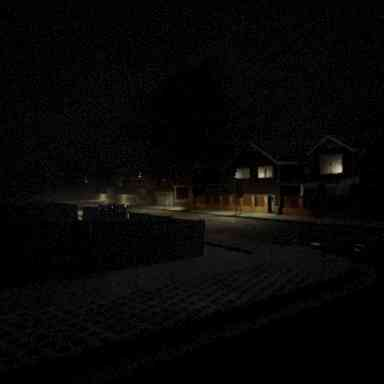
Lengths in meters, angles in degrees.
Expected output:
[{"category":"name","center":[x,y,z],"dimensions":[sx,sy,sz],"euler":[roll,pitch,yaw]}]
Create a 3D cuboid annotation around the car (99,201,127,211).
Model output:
[{"category":"car","center":[-8.908,1.645,37.453],"dimensions":[1.895,1.301,4.718],"euler":[-3,2,-31]}]
